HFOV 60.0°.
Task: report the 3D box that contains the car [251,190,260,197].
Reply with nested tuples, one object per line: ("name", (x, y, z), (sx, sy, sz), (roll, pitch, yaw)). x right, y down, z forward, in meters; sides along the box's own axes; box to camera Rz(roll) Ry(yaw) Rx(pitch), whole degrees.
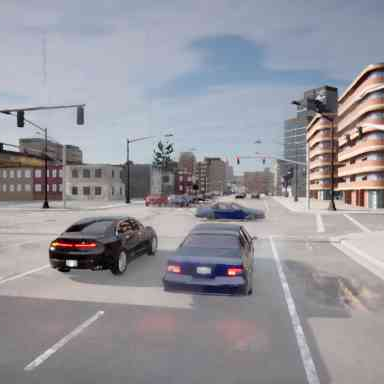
("car", (16.341, 0.464, 85.506), (2.097, 1.767, 4.553), (0, 1, 11))

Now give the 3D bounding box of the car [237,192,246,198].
("car", (12.937, 0.752, 86.337), (1.994, 1.385, 4.181), (0, 1, 11))

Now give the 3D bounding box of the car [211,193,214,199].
("car", (3.804, 0.861, 76.148), (1.882, 1.535, 5.008), (0, 1, 11))

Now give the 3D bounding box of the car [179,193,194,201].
("car", (-1.135, 1.072, 69.154), (2.033, 1.411, 5.357), (0, 1, 11))

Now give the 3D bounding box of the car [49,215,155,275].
("car", (-2.510, 1.505, 10.562), (1.837, 1.490, 4.892), (0, 0, 11))

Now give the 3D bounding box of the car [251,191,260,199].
("car", (14.338, 0.880, 75.302), (2.128, 1.511, 4.902), (0, 1, 11))

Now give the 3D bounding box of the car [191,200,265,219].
("car", (2.890, 1.525, 25.563), (5.357, 1.411, 2.033), (0, 0, 10))

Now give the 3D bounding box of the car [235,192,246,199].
("car", (11.006, 0.952, 76.488), (1.895, 1.301, 4.718), (0, 1, 11))

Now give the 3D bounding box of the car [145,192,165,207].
("car", (-5.157, 1.080, 49.222), (2.150, 2.045, 5.566), (0, 1, 11))

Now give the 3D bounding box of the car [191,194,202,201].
("car", (-0.190, 1.235, 56.257), (2.128, 1.511, 4.902), (0, 1, 11))

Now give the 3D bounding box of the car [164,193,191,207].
("car", (-1.949, 1.222, 47.347), (2.097, 1.767, 4.553), (0, 1, 11))

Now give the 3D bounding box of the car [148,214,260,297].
("car", (0.707, 1.547, 8.818), (2.033, 1.411, 5.357), (0, 0, 11))

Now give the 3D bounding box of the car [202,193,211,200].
("car", (1.763, 1.119, 65.907), (2.033, 1.411, 5.357), (0, 1, 12))

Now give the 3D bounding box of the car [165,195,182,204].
("car", (-3.255, 1.238, 58.780), (1.812, 1.442, 4.674), (0, 1, 12))
